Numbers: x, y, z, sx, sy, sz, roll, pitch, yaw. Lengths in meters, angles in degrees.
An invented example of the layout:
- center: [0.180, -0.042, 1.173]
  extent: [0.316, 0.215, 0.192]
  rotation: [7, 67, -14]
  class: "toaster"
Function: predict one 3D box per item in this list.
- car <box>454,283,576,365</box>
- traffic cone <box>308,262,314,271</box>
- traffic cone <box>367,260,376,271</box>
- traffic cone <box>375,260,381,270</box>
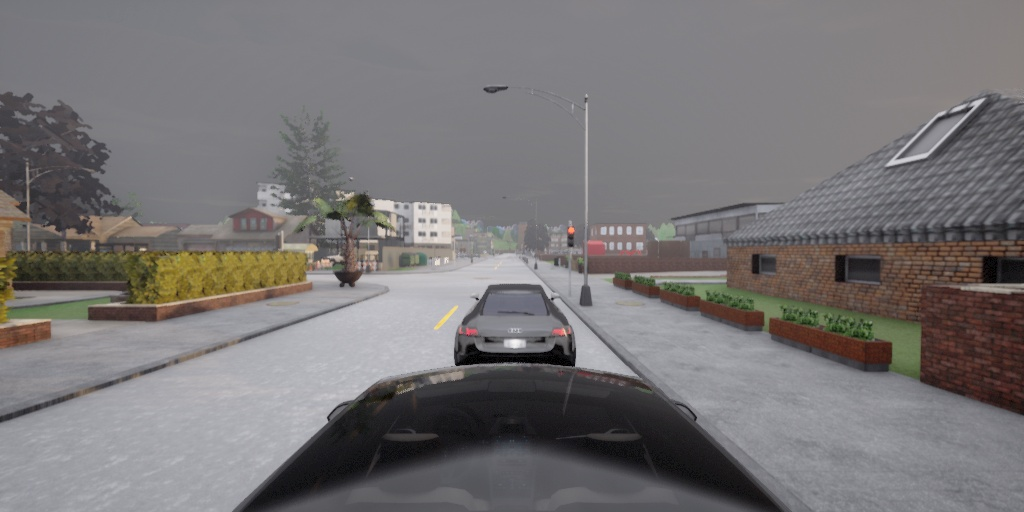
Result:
- center: [0.059, 1.241, 7.328]
  extent: [1.994, 1.385, 4.181]
  rotation: [0, 1, 0]
  class: "car"
- center: [-19.796, 1.137, 35.267]
  extent: [0.344, 0.586, 0.344]
  rotation: [0, 0, 0]
  class: "traffic cone"
- center: [-15.749, 1.067, 40.150]
  extent: [0.344, 0.586, 0.344]
  rotation: [0, 0, 0]
  class: "traffic cone"
- center: [-15.388, 1.056, 40.720]
  extent: [0.344, 0.586, 0.344]
  rotation: [0, 0, 0]
  class: "traffic cone"
